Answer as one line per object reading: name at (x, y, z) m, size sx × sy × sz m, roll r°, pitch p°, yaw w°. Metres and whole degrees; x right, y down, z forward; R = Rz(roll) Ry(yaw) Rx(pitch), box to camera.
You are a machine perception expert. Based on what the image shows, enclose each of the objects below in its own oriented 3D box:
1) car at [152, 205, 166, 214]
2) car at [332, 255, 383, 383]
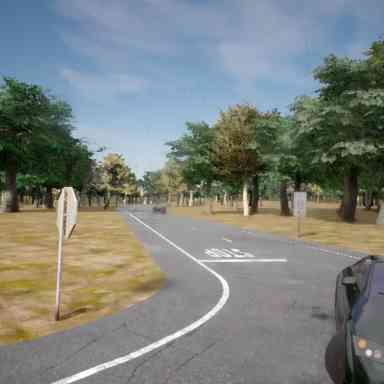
car at (-5.602, 2.963, 56.870) m, size 1.882 × 1.535 × 5.008 m, roll 3°, pitch -2°, yaw -14°
car at (3.089, 1.642, 4.595) m, size 1.994 × 1.385 × 4.181 m, roll 1°, pitch -1°, yaw 22°
